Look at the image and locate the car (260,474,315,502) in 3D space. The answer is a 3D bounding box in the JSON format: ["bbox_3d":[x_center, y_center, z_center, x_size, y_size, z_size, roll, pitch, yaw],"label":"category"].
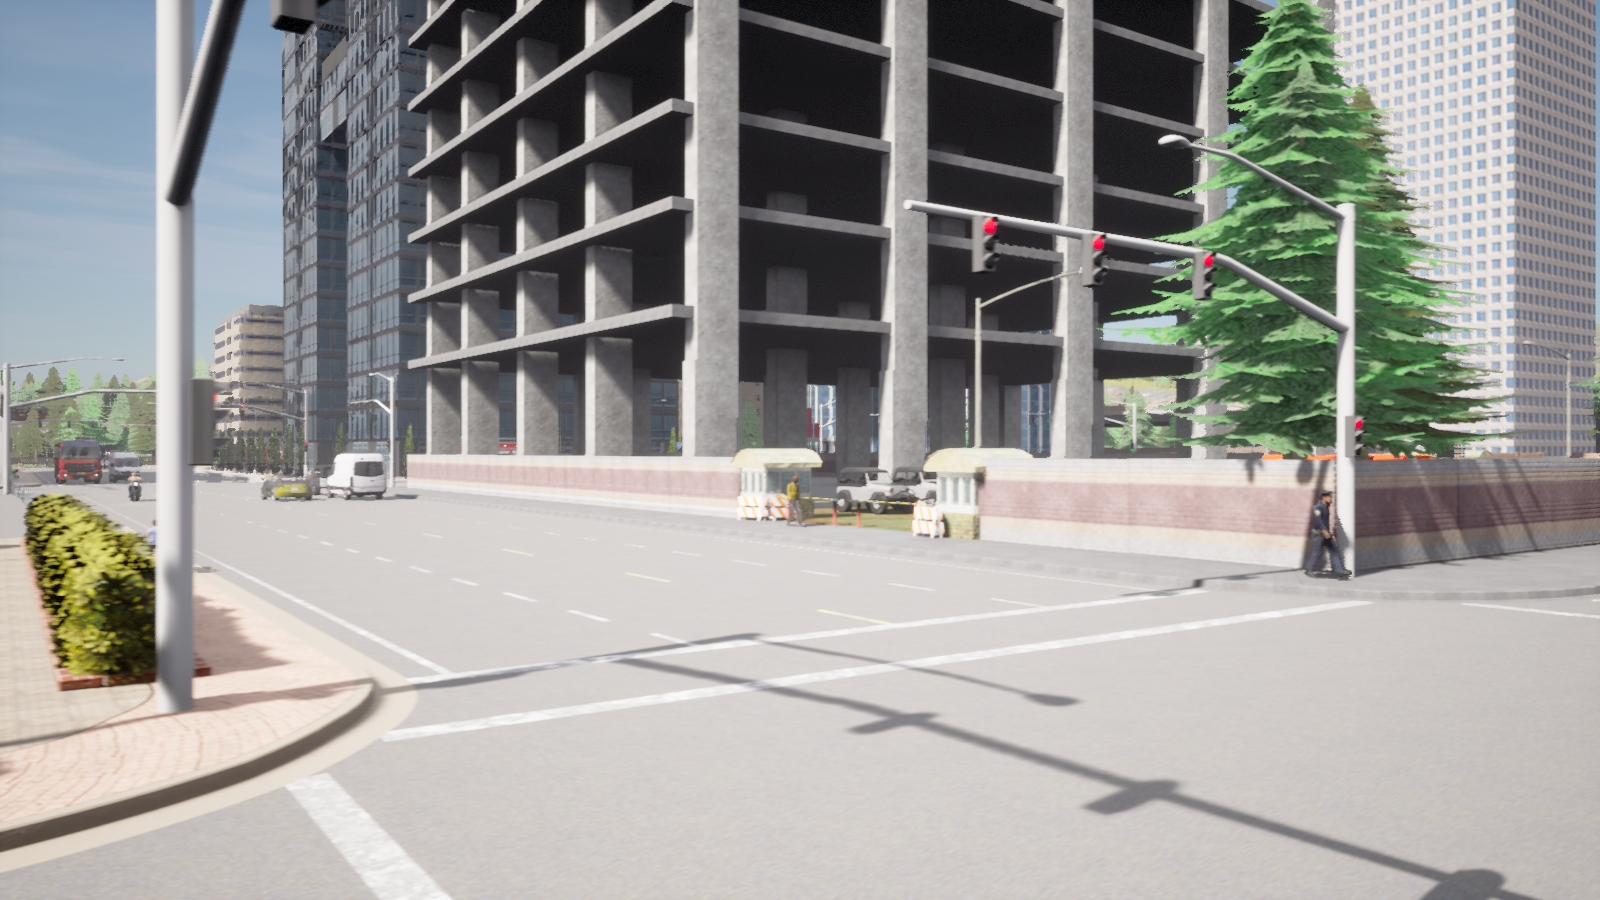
[{"bbox_3d":[-28.145,2.063,62.642,1.994,1.385,4.181,0,0,-35],"label":"car"}]

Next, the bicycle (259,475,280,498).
[{"bbox_3d":[-30.895,2.102,66.527,0.859,1.276,1.487,0,0,-36],"label":"bicycle"}]

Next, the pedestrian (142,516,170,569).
[{"bbox_3d":[-14.087,2.020,24.987,0.500,1.100,0.500,0,0,-35],"label":"pedestrian"}]

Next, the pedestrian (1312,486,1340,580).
[{"bbox_3d":[10.631,1.671,23.086,0.375,1.860,0.375,0,0,-36],"label":"pedestrian"}]

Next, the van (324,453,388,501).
[{"bbox_3d":[-25.036,1.478,64.324,1.988,2.561,5.915,0,0,-35],"label":"van"}]

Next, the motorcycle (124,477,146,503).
[{"bbox_3d":[-35.187,2.099,60.447,0.764,1.307,2.356,0,0,-36],"label":"motorcycle"}]

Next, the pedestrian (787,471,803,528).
[{"bbox_3d":[-0.159,1.642,38.100,0.375,1.860,0.375,0,0,-34],"label":"pedestrian"}]

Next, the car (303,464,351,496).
[{"bbox_3d":[-28.888,1.801,69.760,1.905,1.878,3.866,0,0,-36],"label":"car"}]
